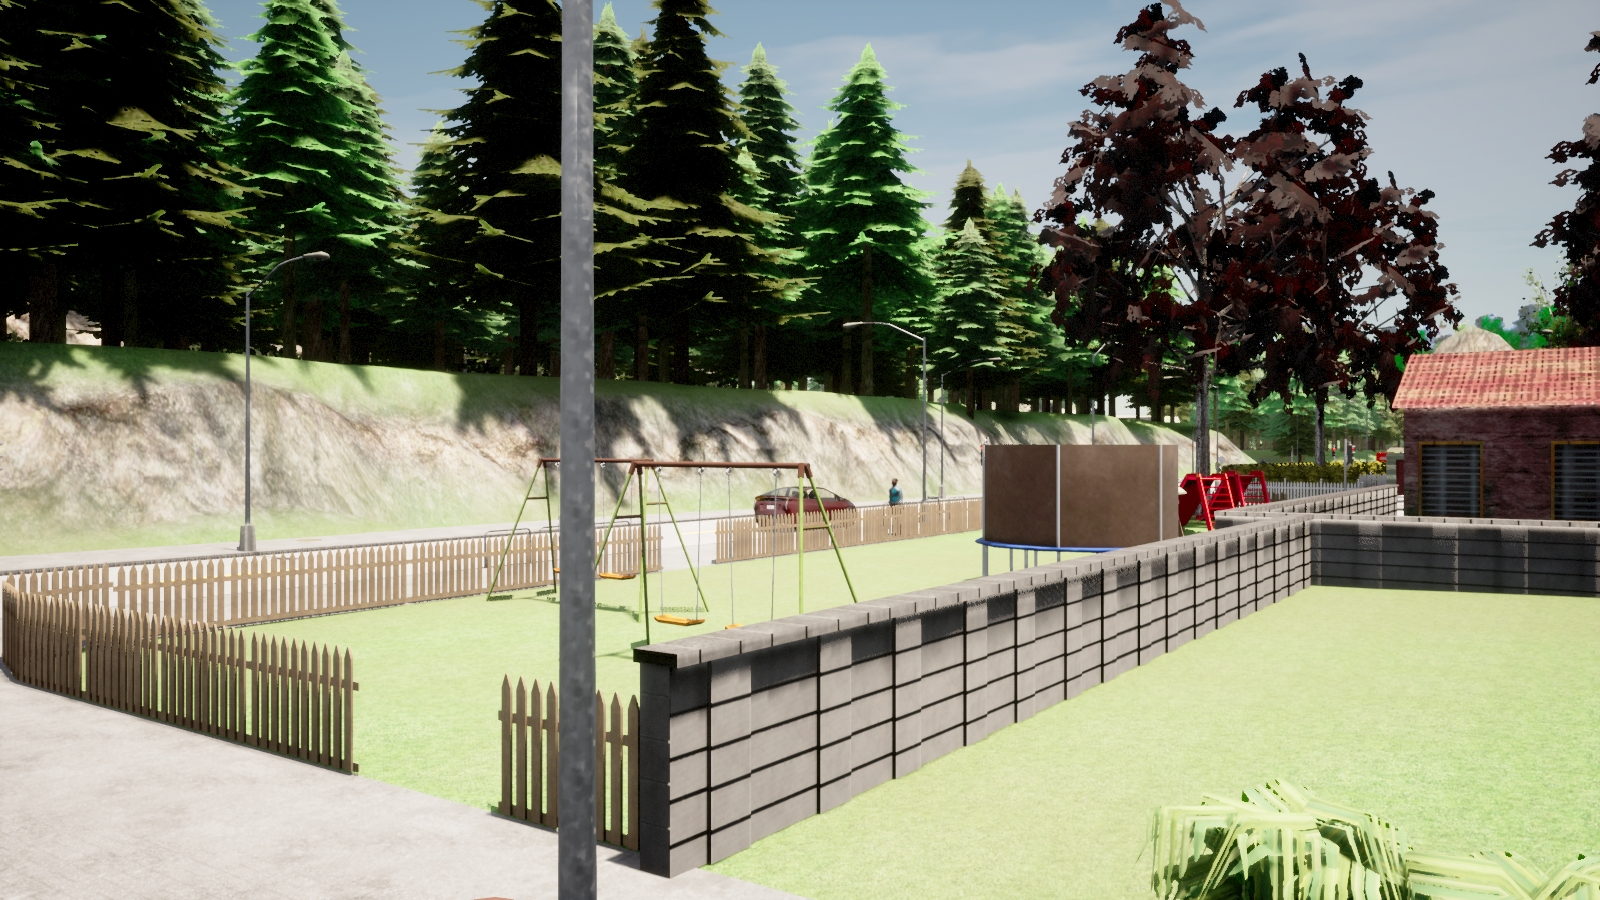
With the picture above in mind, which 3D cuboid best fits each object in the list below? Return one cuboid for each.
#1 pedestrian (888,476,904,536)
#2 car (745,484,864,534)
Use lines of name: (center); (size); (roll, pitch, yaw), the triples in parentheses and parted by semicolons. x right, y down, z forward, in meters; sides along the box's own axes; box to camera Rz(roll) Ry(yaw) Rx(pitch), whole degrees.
pedestrian: (3.005, 1.745, 35.674); (0.375, 1.860, 0.375); (0, 0, 35)
car: (0.223, 2.040, 40.660); (2.007, 1.525, 4.514); (0, 0, 35)
